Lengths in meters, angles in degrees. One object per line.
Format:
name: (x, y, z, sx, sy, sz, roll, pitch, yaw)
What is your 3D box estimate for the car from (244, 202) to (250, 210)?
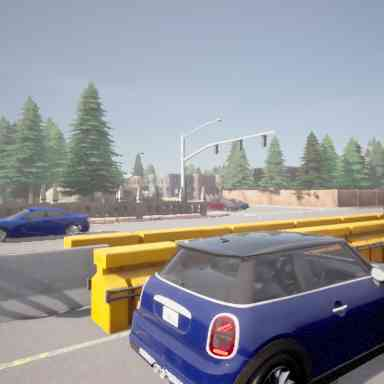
car: (5.418, 1.564, 42.491, 1.994, 1.385, 4.181, 0, 0, -36)

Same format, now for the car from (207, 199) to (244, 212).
car: (3.504, 1.526, 39.108, 1.812, 1.442, 4.674, 0, 0, -35)

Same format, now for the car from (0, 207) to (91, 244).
car: (-7.426, 1.477, 15.859, 5.008, 1.535, 1.882, 0, 0, -35)

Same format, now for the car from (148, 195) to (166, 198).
car: (-6.712, 1.555, 53.602, 1.837, 1.490, 4.892, 0, 0, -36)

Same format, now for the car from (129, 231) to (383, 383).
car: (1.502, 1.352, 4.797, 4.553, 1.767, 2.097, 0, 0, -35)

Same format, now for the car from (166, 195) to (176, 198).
car: (-3.864, 1.284, 55.636, 1.882, 1.535, 5.008, 0, 0, -36)
